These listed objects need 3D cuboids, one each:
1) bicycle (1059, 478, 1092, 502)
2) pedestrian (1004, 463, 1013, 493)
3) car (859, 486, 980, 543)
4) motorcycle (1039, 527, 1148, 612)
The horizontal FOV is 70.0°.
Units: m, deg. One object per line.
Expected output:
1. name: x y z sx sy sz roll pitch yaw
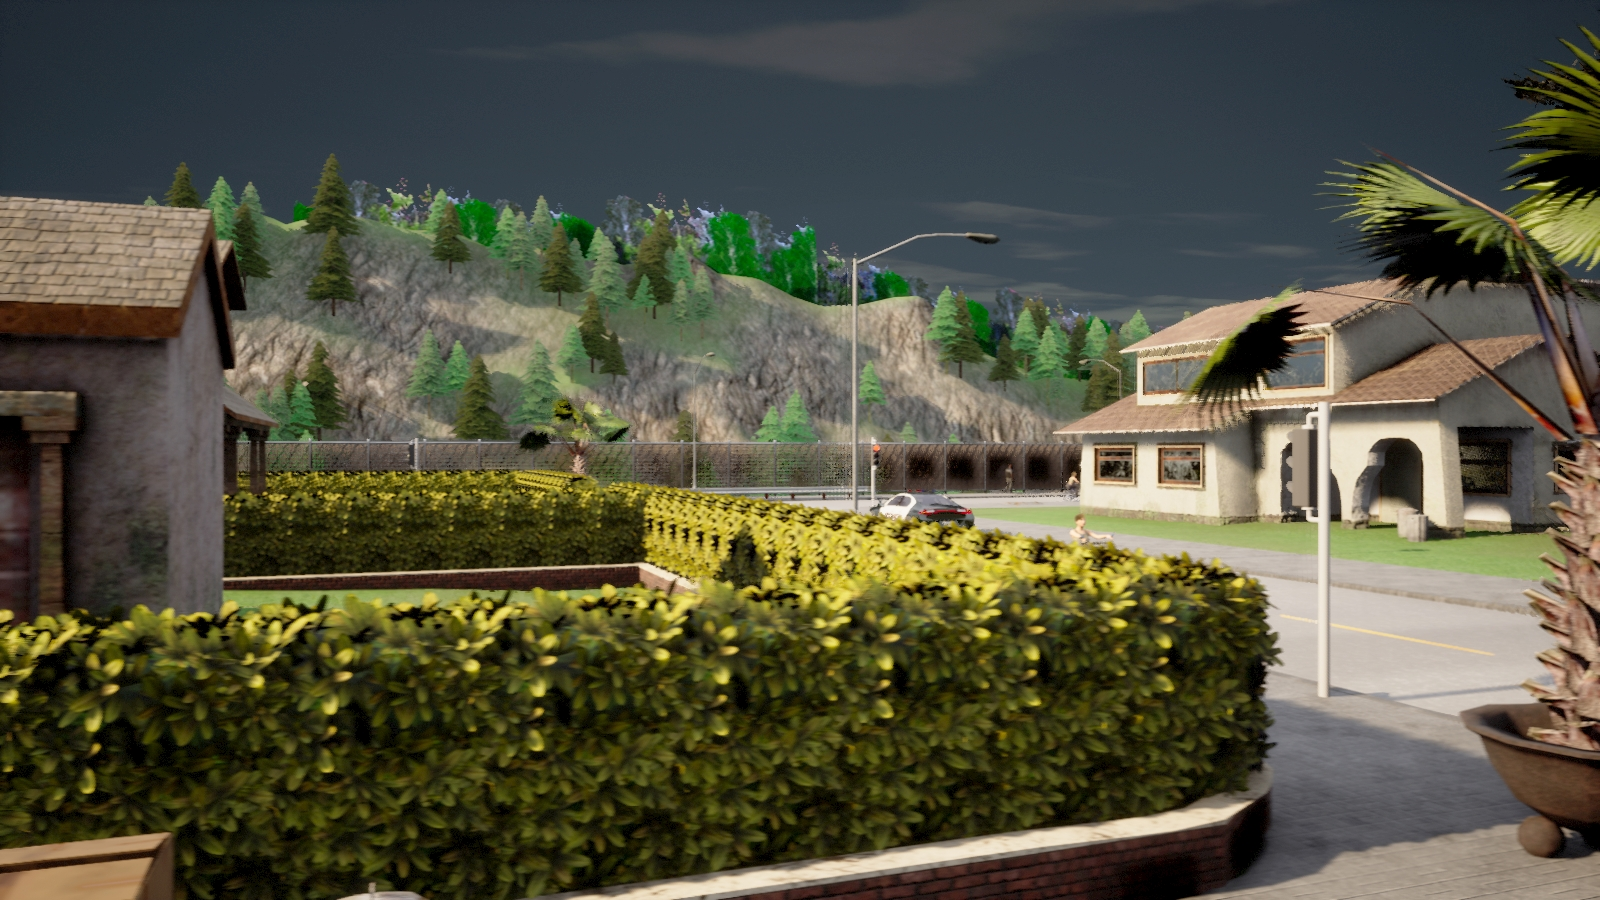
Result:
1. bicycle: 14.929 2.158 61.958 1.487 1.276 0.859 0 0 -20
2. pedestrian: 12.855 1.745 70.520 0.375 1.860 0.375 0 0 -29
3. car: 3.768 2.038 37.037 2.038 1.542 4.974 0 0 -18
4. motorcycle: 5.348 2.155 21.007 0.764 1.307 2.356 0 0 -20
